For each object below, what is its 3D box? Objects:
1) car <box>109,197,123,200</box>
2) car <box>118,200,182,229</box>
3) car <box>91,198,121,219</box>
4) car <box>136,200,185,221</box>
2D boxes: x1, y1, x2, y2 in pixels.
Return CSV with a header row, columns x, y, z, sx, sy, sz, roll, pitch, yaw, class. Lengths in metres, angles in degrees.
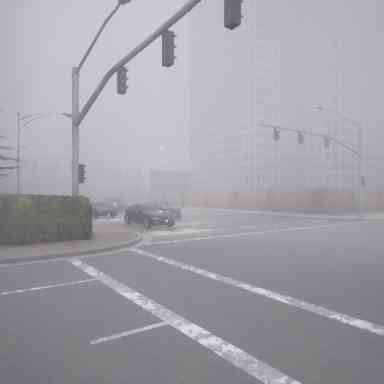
x,y,z,sx,sy,sz,roll,pitch,yaw,class
-8.161,1.357,35.654,2.097,1.767,4.553,0,0,-35,car
-2.906,1.508,22.096,1.837,1.490,4.892,0,0,-35,car
-8.515,1.551,30.063,2.033,1.411,5.357,0,0,-35,car
-2.764,1.482,27.975,1.882,1.535,5.008,0,0,-35,car
